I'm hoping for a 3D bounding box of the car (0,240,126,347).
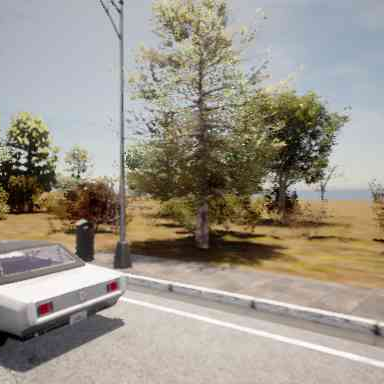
[{"bbox_3d":[-3.562,1.576,6.162,4.718,1.301,1.895,0,0,33],"label":"car"}]
